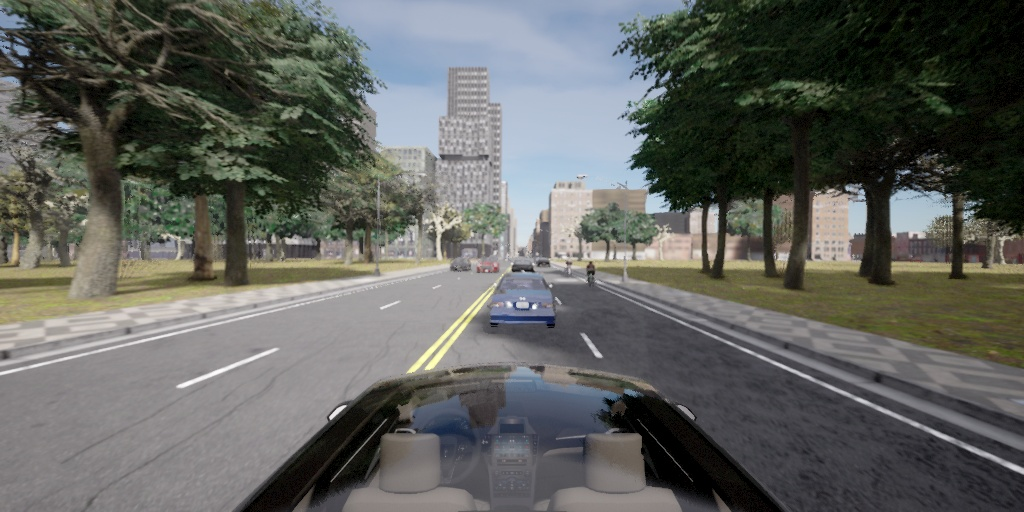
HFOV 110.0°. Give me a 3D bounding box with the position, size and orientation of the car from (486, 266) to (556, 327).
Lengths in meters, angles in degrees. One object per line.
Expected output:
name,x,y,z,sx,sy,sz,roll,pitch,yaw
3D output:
car,0.327,1.225,11.269,2.033,1.411,5.357,1,0,2

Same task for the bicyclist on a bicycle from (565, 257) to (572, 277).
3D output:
bicyclist on a bicycle,4.983,0.969,31.485,0.659,1.776,1.843,1,1,2

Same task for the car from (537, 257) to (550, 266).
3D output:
car,4.939,0.927,56.549,1.882,1.535,5.008,1,1,2

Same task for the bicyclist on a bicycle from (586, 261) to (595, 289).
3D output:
bicyclist on a bicycle,4.674,1.114,21.288,0.582,1.620,1.656,1,0,2

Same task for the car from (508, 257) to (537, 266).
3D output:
car,0.920,1.026,30.953,1.882,1.535,5.008,1,0,2

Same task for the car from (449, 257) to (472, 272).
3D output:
car,-5.536,0.920,39.056,1.837,1.490,4.892,1,0,2

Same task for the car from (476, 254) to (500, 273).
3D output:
car,-2.360,0.824,36.509,2.097,1.767,4.553,1,0,2
